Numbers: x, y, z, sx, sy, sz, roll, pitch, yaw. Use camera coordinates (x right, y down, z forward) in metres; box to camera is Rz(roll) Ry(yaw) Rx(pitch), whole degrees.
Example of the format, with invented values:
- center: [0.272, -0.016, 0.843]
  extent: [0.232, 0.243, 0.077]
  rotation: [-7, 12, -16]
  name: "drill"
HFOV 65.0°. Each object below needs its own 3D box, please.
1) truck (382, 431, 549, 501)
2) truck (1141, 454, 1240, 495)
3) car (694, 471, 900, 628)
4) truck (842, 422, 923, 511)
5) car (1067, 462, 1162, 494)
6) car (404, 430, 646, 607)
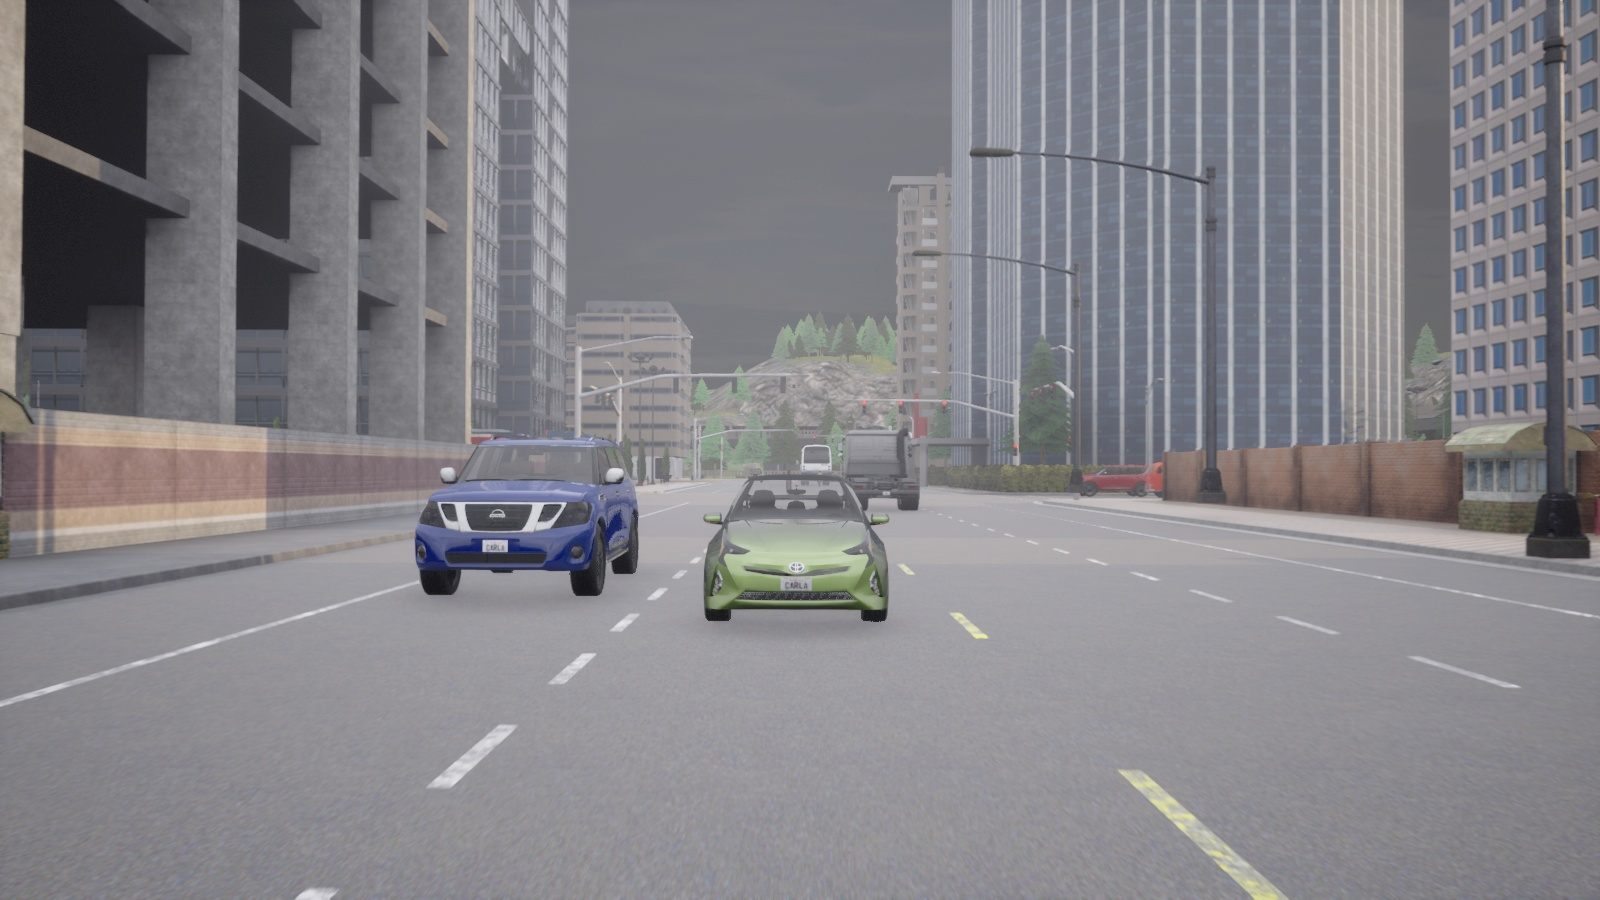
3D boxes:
- center: [-18.486, 0.889, 69.735]
  extent: [8.468, 3.827, 2.891]
  rotation: [0, -1, -1]
  name: "truck"
- center: [23.953, 1.524, 77.221]
  extent: [5.204, 2.467, 2.627]
  rotation: [0, -1, -1]
  name: "truck"
- center: [-0.034, 1.004, 14.493]
  extent: [2.007, 1.525, 4.514]
  rotation: [0, -1, 0]
  name: "car"
- center: [3.370, 0.709, 53.185]
  extent: [2.891, 3.462, 7.936]
  rotation: [0, -1, 0]
  name: "truck"
- center: [20.165, 1.803, 80.674]
  extent: [5.566, 2.045, 2.150]
  rotation: [0, -1, -1]
  name: "car"
- center: [-3.542, 0.839, 17.395]
  extent: [2.150, 2.045, 5.566]
  rotation: [0, -1, 0]
  name: "car"
